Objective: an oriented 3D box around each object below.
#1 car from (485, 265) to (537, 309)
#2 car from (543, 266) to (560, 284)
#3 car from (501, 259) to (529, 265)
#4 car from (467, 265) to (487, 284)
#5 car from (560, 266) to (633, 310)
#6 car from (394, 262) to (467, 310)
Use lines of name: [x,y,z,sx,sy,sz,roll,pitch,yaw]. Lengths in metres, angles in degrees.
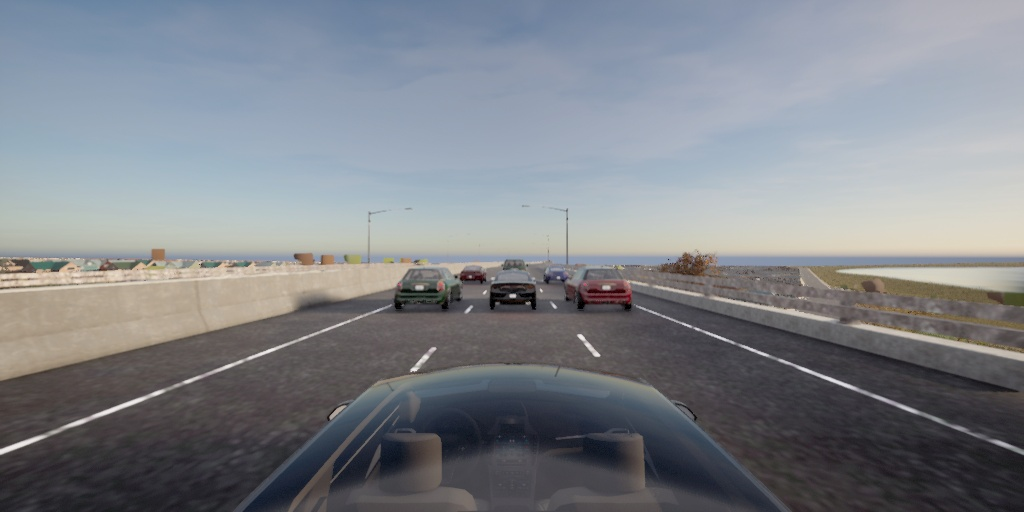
car: [0.056,1.368,15.975,1.882,1.535,5.008,0,0,1]
car: [3.734,1.574,30.739,1.812,1.442,4.674,0,0,1]
car: [0.225,1.261,30.443,2.150,2.045,5.566,0,0,1]
car: [-3.263,1.527,30.946,1.882,1.535,5.008,0,0,1]
car: [3.551,1.236,15.547,2.097,1.767,4.553,0,-1,0]
car: [-3.451,1.235,15.594,2.097,1.767,4.553,0,-1,1]
